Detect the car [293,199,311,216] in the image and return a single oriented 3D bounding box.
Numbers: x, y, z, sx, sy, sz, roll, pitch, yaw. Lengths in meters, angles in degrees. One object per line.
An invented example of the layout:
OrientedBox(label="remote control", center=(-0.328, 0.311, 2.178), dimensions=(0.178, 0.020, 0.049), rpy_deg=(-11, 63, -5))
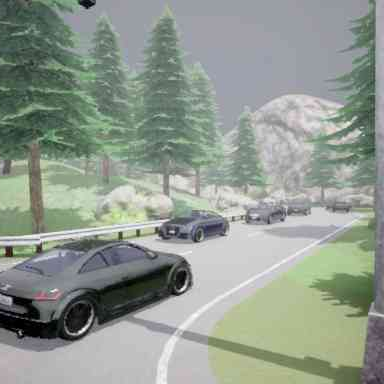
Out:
OrientedBox(label="car", center=(10.855, 1.536, 33.510), dimensions=(1.837, 1.490, 4.892), rpy_deg=(0, 0, 26))

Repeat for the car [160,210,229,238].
OrientedBox(label="car", center=(0.192, 1.581, 16.400), dimensions=(1.994, 1.385, 4.181), rpy_deg=(0, 0, 33))

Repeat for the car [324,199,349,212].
OrientedBox(label="car", center=(17.236, 1.578, 39.757), dimensions=(2.128, 1.511, 4.902), rpy_deg=(1, 0, 8))

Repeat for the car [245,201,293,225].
OrientedBox(label="car", center=(5.560, 1.515, 24.772), dimensions=(2.128, 1.511, 4.902), rpy_deg=(0, 0, 33))

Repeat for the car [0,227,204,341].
OrientedBox(label="car", center=(-1.736, 1.632, 6.726), dimensions=(1.994, 1.385, 4.181), rpy_deg=(0, -1, 33))
